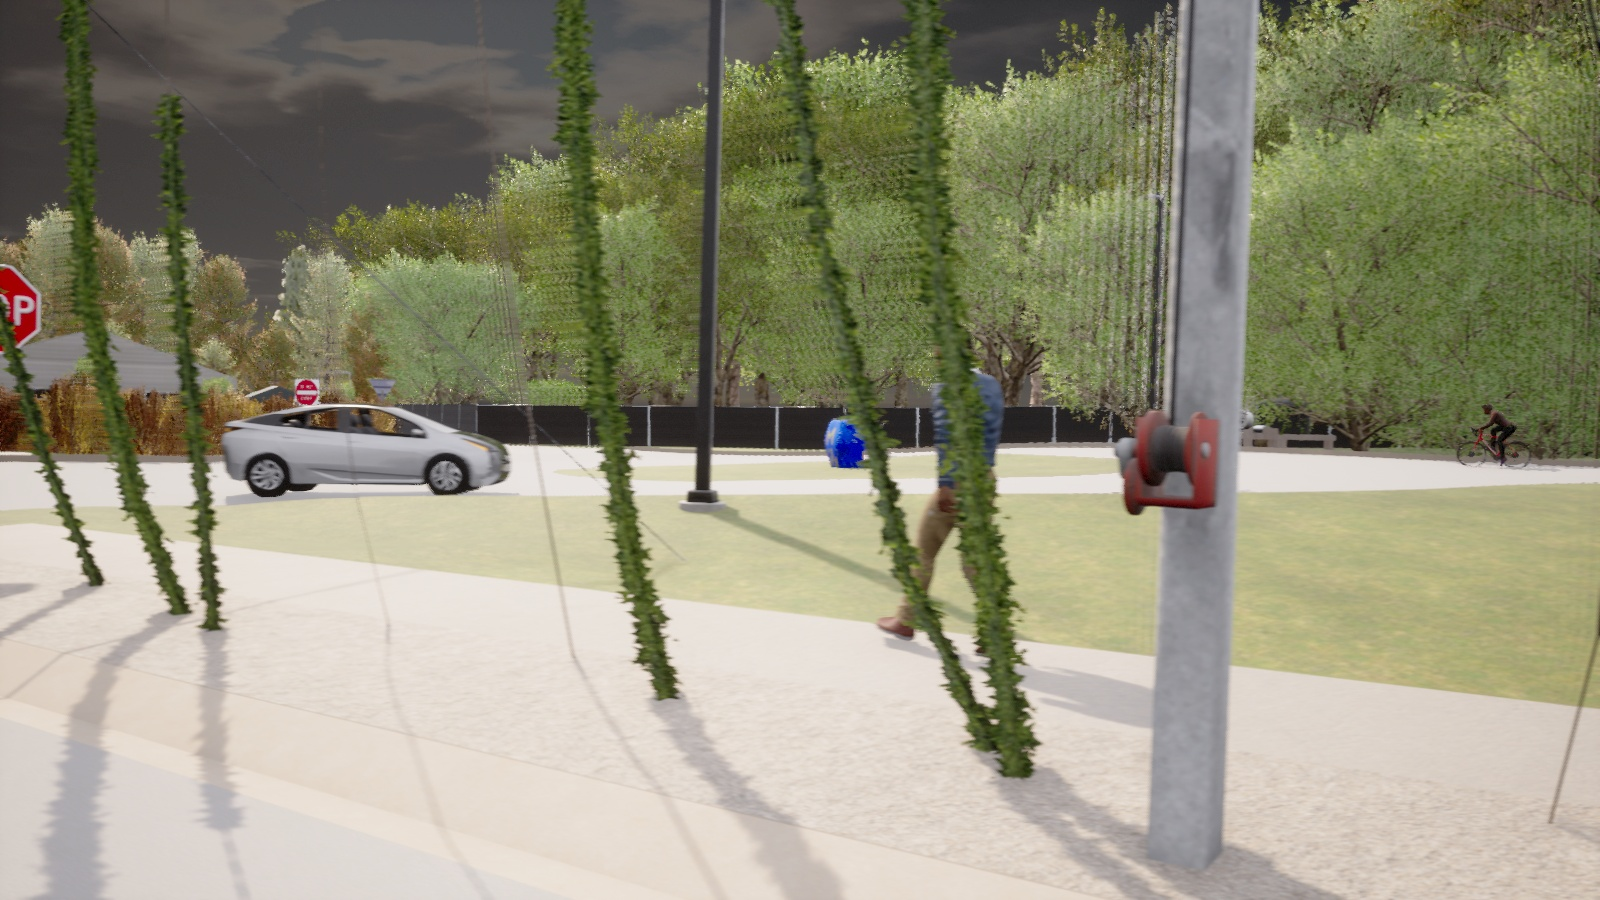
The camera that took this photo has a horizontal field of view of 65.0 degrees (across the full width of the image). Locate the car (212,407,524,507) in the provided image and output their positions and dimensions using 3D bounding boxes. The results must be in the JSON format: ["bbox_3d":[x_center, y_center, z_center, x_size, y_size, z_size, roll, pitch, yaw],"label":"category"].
[{"bbox_3d":[-7.044,0.080,20.906,4.514,1.525,2.007,-1,1,-4],"label":"car"}]

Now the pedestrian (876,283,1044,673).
[{"bbox_3d":[0.842,0.130,6.710,0.423,1.949,0.788,-1,2,-38],"label":"pedestrian"}]

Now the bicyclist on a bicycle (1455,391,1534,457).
[{"bbox_3d":[17.391,-0.645,31.452,1.656,1.620,0.582,1,0,34],"label":"bicyclist on a bicycle"}]
